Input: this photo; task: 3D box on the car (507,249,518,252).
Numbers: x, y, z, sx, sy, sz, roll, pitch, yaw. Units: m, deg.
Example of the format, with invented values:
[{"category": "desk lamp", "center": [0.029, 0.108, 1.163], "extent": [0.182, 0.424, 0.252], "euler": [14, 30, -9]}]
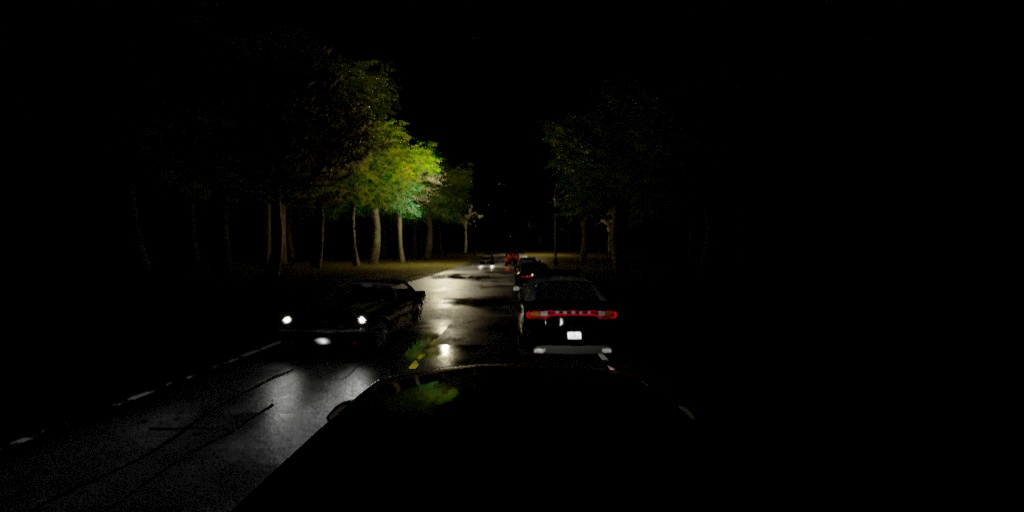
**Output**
[{"category": "car", "center": [0.035, -0.161, 60.127], "extent": [2.150, 2.045, 5.566], "euler": [0, 2, 0]}]

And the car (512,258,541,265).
[{"category": "car", "center": [1.061, 1.069, 18.531], "extent": [1.837, 1.490, 4.892], "euler": [0, 1, 0]}]

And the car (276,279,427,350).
[{"category": "car", "center": [-3.592, 1.284, 9.018], "extent": [1.895, 1.301, 4.718], "euler": [0, 1, 0]}]

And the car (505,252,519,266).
[{"category": "car", "center": [0.059, 0.547, 47.247], "extent": [1.812, 1.442, 4.674], "euler": [0, 1, 1]}]

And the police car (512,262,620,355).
[{"category": "police car", "center": [1.056, 1.113, 8.641], "extent": [1.930, 1.638, 5.238], "euler": [0, 1, 0]}]

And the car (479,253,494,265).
[{"category": "car", "center": [-3.556, 0.395, 51.005], "extent": [1.882, 1.535, 5.008], "euler": [0, 2, 0]}]

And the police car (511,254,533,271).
[{"category": "police car", "center": [1.065, 0.891, 24.640], "extent": [1.930, 1.638, 5.238], "euler": [0, 1, 0]}]
